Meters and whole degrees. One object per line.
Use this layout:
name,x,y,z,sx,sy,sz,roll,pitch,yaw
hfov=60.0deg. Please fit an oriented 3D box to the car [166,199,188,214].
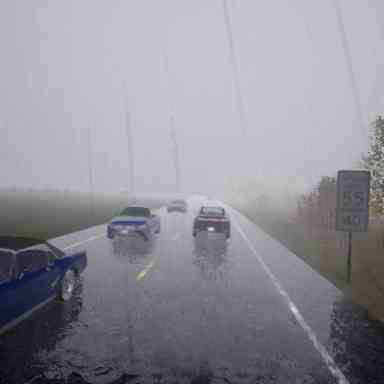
car,-1.427,1.490,34.790,2.033,1.411,5.357,2,0,4

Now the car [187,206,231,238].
car,1.079,1.535,18.029,2.128,1.511,4.902,2,0,4

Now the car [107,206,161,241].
car,-2.652,1.411,16.202,1.812,1.442,4.674,2,0,4

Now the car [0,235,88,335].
car,-3.401,1.455,5.261,1.895,1.301,4.718,2,0,4
